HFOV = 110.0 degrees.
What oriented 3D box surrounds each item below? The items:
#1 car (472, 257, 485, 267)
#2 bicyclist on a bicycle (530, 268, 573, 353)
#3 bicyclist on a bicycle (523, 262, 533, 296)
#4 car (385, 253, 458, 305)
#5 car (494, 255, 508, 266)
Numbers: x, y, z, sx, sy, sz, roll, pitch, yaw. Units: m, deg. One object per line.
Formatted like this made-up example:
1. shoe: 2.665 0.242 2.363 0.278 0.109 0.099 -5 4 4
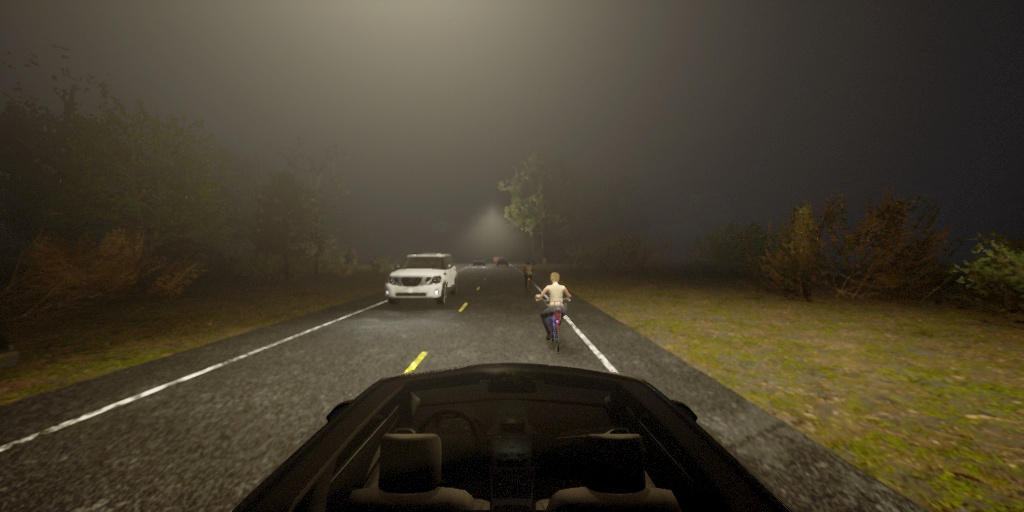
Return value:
1. car: -5.160 0.924 56.153 1.812 1.442 4.674 0 1 -3
2. bicyclist on a bicycle: 0.914 1.151 7.730 0.866 1.612 1.509 0 0 0
3. bicyclist on a bicycle: 0.804 1.108 17.457 0.582 1.620 1.656 0 0 -1
4. car: -3.731 0.889 15.791 2.150 2.045 5.566 0 0 -1
5. car: -1.627 0.904 58.570 1.812 1.442 4.674 0 0 -3
